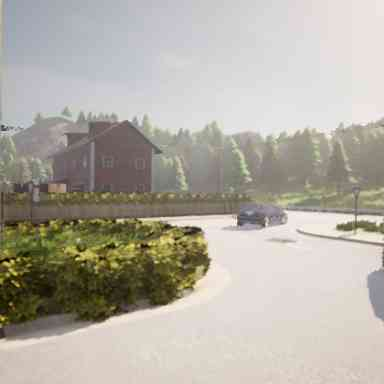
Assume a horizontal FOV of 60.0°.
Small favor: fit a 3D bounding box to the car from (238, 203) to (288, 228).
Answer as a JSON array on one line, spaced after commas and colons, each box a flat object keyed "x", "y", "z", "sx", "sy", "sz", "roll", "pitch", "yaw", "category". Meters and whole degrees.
[{"x": 5.185, "y": 1.547, "z": 24.079, "sx": 2.097, "sy": 1.767, "sz": 4.553, "roll": 1, "pitch": 0, "yaw": 37, "category": "car"}]

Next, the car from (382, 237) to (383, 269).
[{"x": 5.917, "y": 1.594, "z": 8.034, "sx": 2.128, "sy": 1.511, "sz": 4.902, "roll": 0, "pitch": 0, "yaw": 23, "category": "car"}]
